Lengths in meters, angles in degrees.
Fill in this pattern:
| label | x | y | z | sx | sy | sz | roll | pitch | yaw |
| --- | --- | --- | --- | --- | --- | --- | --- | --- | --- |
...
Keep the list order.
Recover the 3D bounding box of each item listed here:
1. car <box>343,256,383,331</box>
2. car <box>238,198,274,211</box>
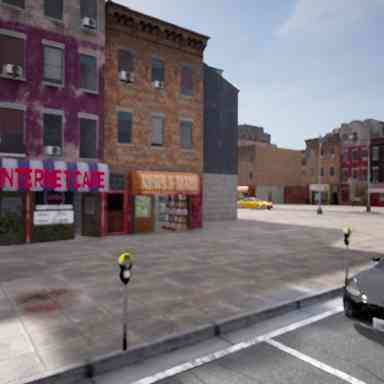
| label | x | y | z | sx | sy | sz | roll | pitch | yaw |
| --- | --- | --- | --- | --- | --- | --- | --- | --- | --- |
| car | 4.543 | 1.553 | 6.040 | 4.313 | 1.339 | 1.947 | 0 | 1 | -35 |
| car | 7.702 | 1.485 | 40.723 | 1.882 | 1.535 | 5.008 | 0 | 0 | -35 |
